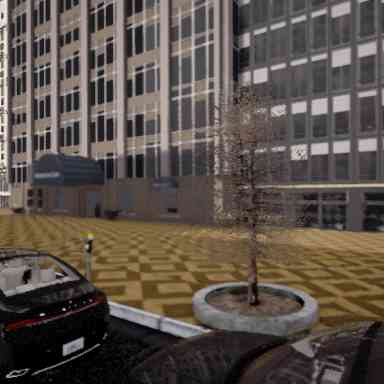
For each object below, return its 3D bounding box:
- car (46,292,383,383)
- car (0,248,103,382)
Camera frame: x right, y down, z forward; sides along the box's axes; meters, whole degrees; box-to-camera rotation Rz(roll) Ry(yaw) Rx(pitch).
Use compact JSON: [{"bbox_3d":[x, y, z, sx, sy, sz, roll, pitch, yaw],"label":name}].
[{"bbox_3d":[1.345,1.551,1.919,4.403,1.369,2.008,0,0,35],"label":"car"},{"bbox_3d":[-3.152,1.558,5.127,4.403,1.369,2.008,0,0,35],"label":"car"}]
